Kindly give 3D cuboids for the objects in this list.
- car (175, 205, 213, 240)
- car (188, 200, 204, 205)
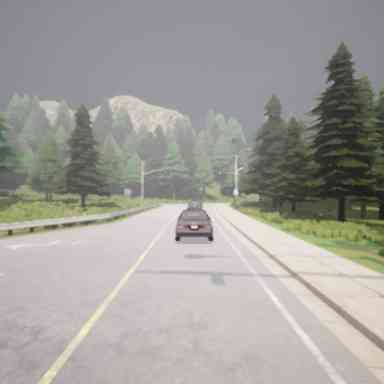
[{"bbox_3d":[0.106,1.597,17.182,2.033,1.411,5.357,0,0,0],"label":"car"},{"bbox_3d":[0.383,1.665,38.873,2.033,1.411,5.357,0,0,3],"label":"car"}]
